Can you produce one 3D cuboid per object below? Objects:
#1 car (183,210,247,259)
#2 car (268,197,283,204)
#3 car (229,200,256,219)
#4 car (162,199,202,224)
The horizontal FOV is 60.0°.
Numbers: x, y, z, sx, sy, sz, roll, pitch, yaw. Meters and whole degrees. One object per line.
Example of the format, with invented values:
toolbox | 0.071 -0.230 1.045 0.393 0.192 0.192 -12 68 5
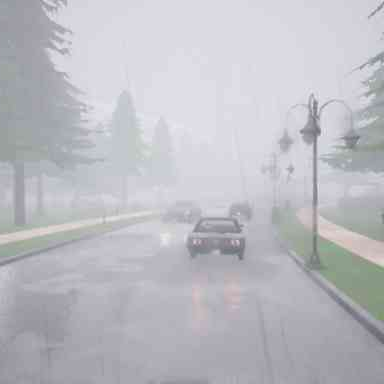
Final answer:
car | 1.019 1.601 12.649 1.895 1.301 4.718 0 0 7
car | 15.874 1.588 63.194 1.994 1.385 4.181 0 0 33
car | 4.491 1.510 29.709 1.837 1.490 4.892 0 0 16
car | -0.656 1.345 24.369 2.097 1.767 4.553 0 0 13
